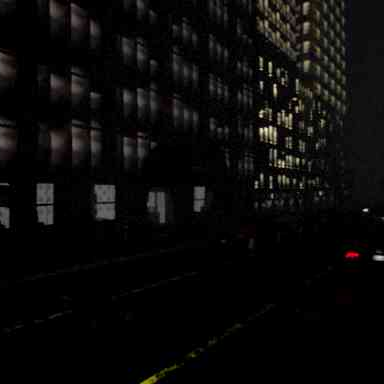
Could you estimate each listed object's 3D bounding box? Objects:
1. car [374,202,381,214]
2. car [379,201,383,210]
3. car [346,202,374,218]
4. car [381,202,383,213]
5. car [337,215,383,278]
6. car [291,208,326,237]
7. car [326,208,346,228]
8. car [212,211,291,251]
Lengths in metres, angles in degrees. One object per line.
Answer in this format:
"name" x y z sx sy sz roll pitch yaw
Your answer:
"car" 23.287 1.980 42.169 2.008 1.369 4.403 -1 -1 37
"car" 30.180 2.096 51.207 1.802 1.307 4.206 -1 -1 37
"car" 16.393 1.895 33.131 2.008 1.369 4.403 -1 -1 37
"car" 23.157 1.726 37.587 2.097 1.767 4.553 -1 -1 38
"car" 6.011 1.649 9.959 2.033 1.411 5.357 -1 -1 37
"car" 6.053 1.767 19.574 2.008 1.369 4.403 -1 -1 37
"car" 9.500 1.841 24.092 1.802 1.307 4.206 -1 -1 37
"car" 2.607 1.718 15.055 1.887 1.381 4.507 -1 -1 37
